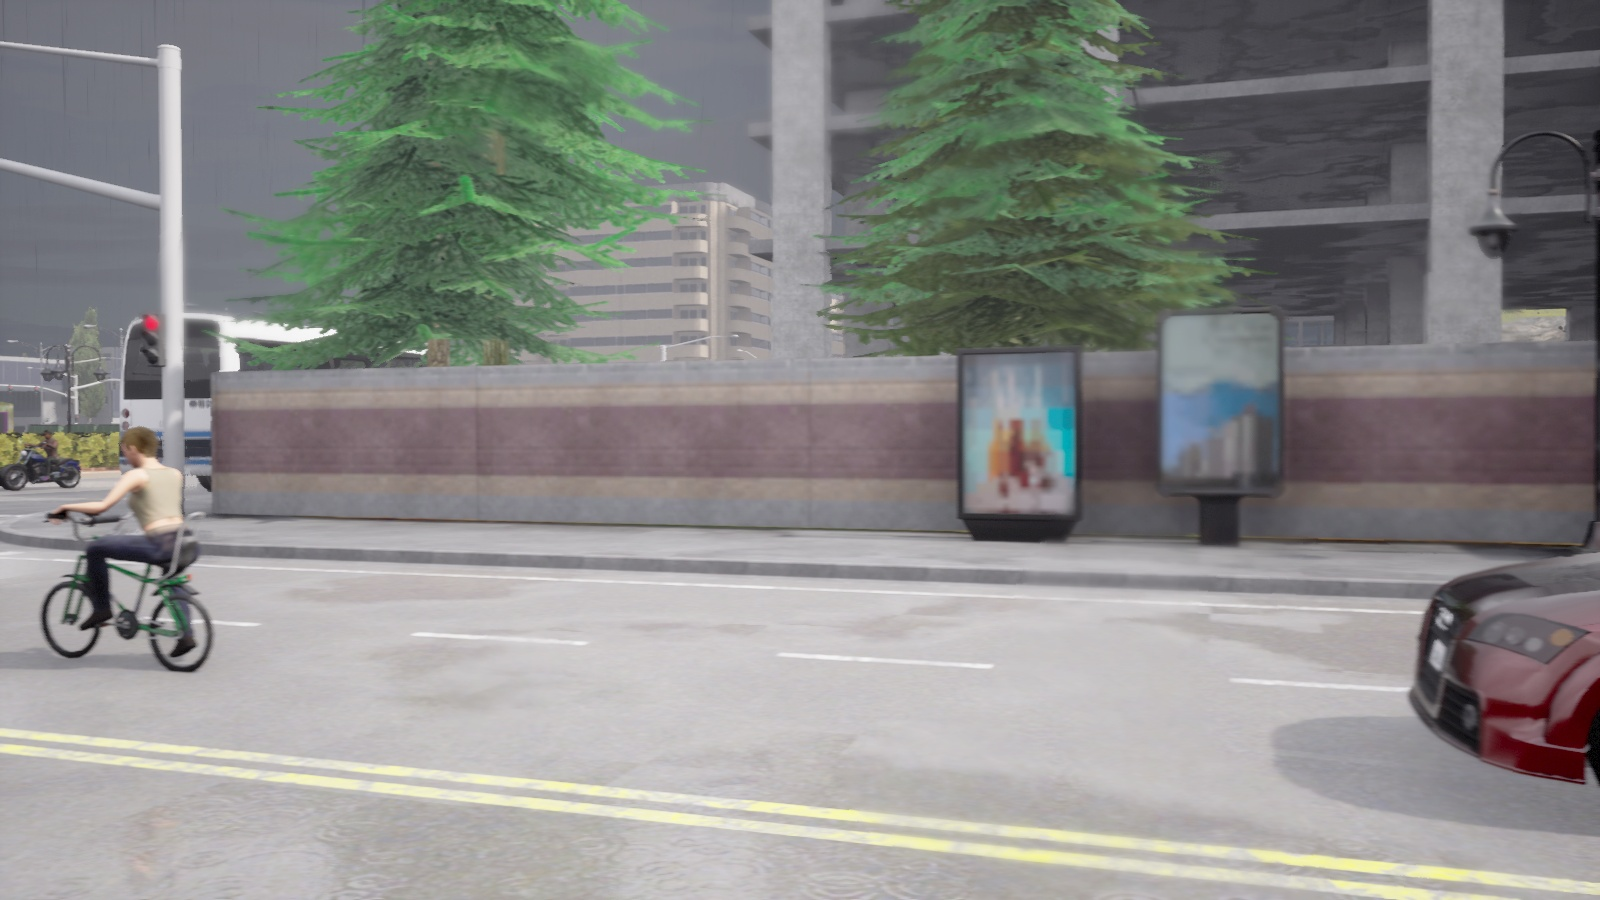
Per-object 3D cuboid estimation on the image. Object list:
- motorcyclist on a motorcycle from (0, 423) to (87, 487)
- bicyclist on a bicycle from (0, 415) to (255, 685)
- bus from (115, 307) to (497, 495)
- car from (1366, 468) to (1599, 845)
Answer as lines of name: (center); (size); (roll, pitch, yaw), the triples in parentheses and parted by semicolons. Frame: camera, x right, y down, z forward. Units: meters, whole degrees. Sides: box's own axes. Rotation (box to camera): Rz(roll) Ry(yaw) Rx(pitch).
motorcyclist on a motorcycle: (-20.237, 0.110, 33.377); (0.766, 1.649, 2.350); (1, 1, 18)
bicyclist on a bicycle: (-4.615, 0.608, 8.432); (1.509, 1.612, 0.866); (3, 2, 19)
bus: (-12.687, -1.196, 33.898); (3.944, 4.253, 10.273); (1, 1, 18)
car: (4.768, 0.824, 5.277); (4.181, 1.385, 1.994); (1, 1, 19)
